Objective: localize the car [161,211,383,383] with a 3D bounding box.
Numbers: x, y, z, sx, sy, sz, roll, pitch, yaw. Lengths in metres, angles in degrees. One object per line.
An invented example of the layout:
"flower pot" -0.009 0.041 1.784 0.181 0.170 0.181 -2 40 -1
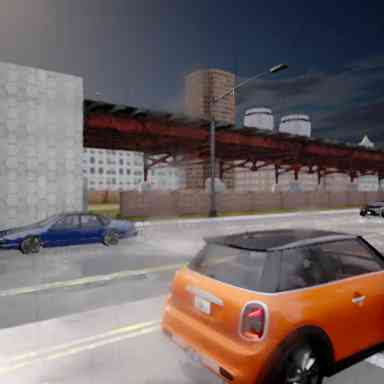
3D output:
"car" 1.888 1.343 5.098 4.553 1.767 2.097 0 0 -34

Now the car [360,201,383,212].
"car" 16.118 1.507 28.374 4.181 1.385 1.994 0 0 -35

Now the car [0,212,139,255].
"car" -4.867 1.540 13.417 5.357 1.411 2.033 0 0 -35
